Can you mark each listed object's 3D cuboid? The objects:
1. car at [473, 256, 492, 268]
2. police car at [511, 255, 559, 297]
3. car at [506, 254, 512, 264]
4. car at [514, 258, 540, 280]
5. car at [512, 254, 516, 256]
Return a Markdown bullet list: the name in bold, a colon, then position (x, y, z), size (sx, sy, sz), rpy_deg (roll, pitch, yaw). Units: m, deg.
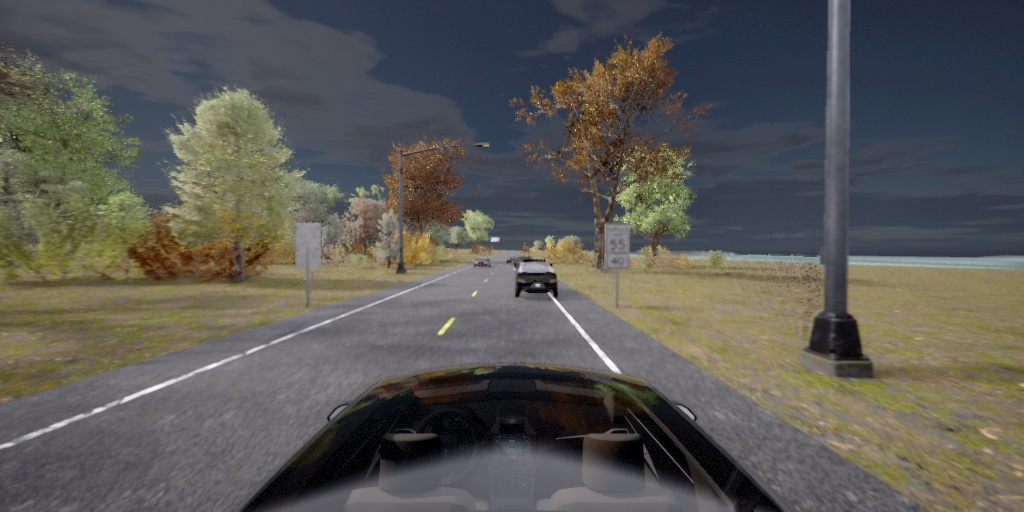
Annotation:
- **car**: position (-3.525, 0.683, 43.226), size (1.994, 1.385, 4.181), rpy_deg (0, 1, 1)
- **police car**: position (1.047, 0.942, 17.196), size (1.930, 1.638, 5.238), rpy_deg (0, 1, 0)
- **car**: position (0.088, 0.528, 55.650), size (1.895, 1.301, 4.718), rpy_deg (0, 1, 1)
- **car**: position (1.055, 0.892, 27.081), size (1.812, 1.442, 4.674), rpy_deg (0, 1, 0)
- **car**: position (1.067, 0.780, 33.079), size (1.837, 1.490, 4.892), rpy_deg (0, 1, 0)
